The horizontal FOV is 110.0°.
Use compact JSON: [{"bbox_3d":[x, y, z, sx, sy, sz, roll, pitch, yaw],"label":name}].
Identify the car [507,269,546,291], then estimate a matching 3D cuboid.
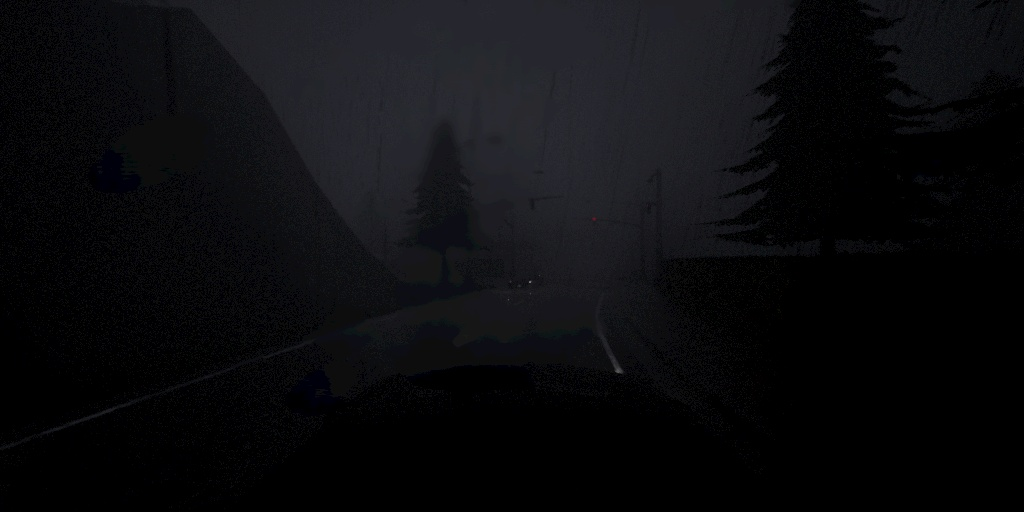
[{"bbox_3d":[1.098,1.648,25.461,1.812,1.442,4.674,0,0,16],"label":"car"}]
